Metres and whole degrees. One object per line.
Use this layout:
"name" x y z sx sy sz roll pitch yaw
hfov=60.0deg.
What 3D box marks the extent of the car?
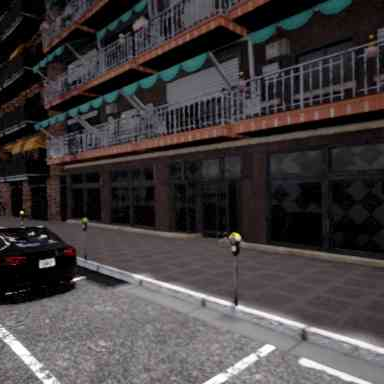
"car" -4.506 1.552 8.527 1.947 1.339 4.313 -2 1 -44
